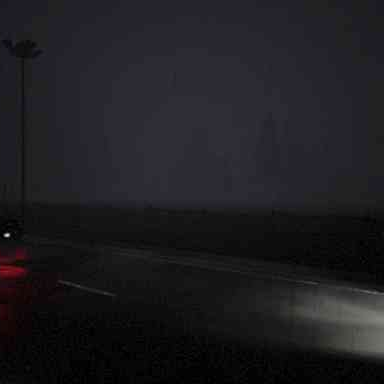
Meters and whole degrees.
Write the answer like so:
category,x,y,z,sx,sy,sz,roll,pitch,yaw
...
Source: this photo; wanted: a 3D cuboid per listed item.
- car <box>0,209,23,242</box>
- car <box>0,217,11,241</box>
category,x,y,z,sx,sy,sz,roll,pitch,yaw
car,-9.598,1.518,15.129,4.892,1.490,1.837,0,0,35
car,-7.424,1.501,9.280,4.902,1.511,2.128,0,0,35
